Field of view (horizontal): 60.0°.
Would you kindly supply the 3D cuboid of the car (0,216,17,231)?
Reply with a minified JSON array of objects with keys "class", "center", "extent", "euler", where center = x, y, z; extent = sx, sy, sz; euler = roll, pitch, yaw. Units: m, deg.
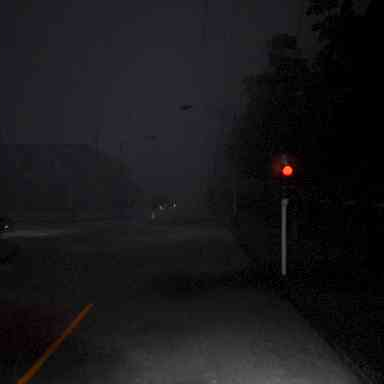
[{"class":"car","center":[-12.390,1.601,18.332],"extent":[4.718,1.301,1.895],"euler":[0,0,0]}]

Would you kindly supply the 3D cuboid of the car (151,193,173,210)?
[{"class":"car","center":[-4.076,1.221,43.916],"extent":[2.150,2.045,5.566],"euler":[0,0,0]}]

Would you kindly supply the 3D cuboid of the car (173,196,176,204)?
[{"class":"car","center":[-4.062,1.505,53.834],"extent":[1.837,1.490,4.892],"euler":[0,0,0]}]

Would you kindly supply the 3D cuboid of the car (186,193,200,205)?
[{"class":"car","center":[0.132,1.221,58.617],"extent":[2.150,2.045,5.566],"euler":[0,0,0]}]
